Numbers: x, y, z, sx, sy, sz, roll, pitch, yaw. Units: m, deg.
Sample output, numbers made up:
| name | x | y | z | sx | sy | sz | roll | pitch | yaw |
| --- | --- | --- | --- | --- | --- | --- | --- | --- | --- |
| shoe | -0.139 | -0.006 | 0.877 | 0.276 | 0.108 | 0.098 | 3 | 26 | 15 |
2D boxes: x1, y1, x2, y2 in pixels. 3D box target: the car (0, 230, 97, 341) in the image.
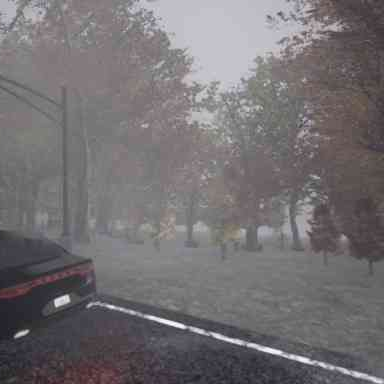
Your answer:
| name | x | y | z | sx | sy | sz | roll | pitch | yaw |
| --- | --- | --- | --- | --- | --- | --- | --- | --- | --- |
| car | -4.004 | 1.507 | 6.484 | 5.008 | 1.535 | 1.882 | 0 | 4 | 35 |
